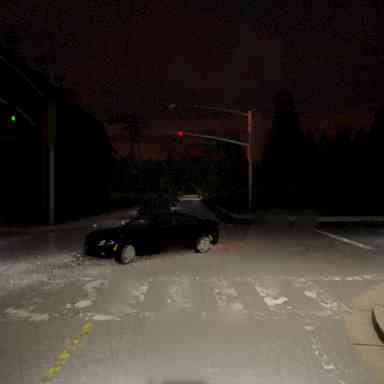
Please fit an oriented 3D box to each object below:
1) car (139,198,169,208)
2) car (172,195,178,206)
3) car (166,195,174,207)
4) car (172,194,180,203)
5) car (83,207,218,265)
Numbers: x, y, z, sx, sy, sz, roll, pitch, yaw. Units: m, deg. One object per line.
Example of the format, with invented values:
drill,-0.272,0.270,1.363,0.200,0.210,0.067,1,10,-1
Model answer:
car,-3.550,1.547,29.836,2.033,1.411,5.357,0,0,0
car,-3.505,1.525,50.218,1.812,1.442,4.674,0,0,0
car,-3.533,1.504,39.677,1.837,1.490,4.892,0,0,0
car,-3.389,1.160,65.658,2.097,1.767,4.553,0,0,0
car,-1.293,1.464,11.840,5.008,1.535,1.882,0,-1,-38
